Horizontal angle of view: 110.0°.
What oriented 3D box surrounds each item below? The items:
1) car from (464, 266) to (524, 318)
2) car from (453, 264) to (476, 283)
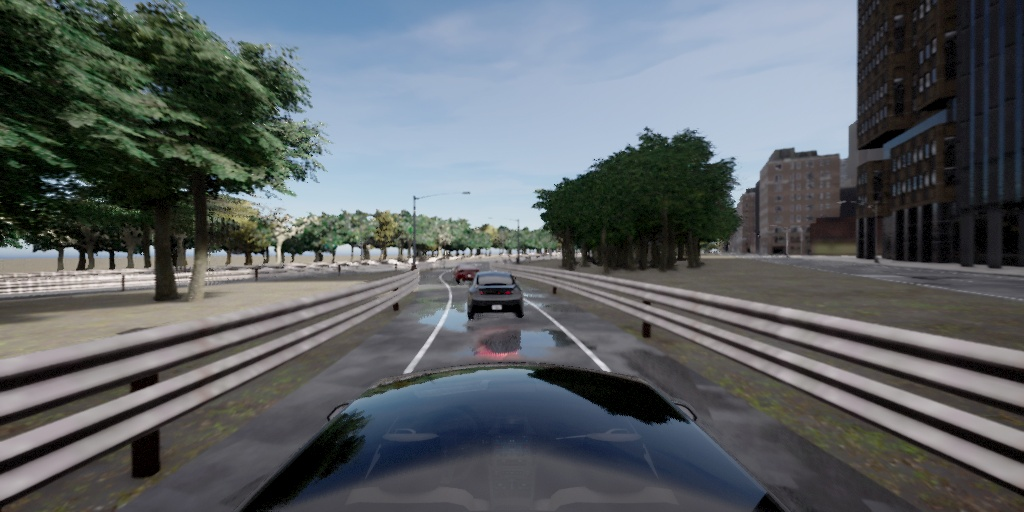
[{"bbox_3d":[-0.706,1.322,13.345,1.837,1.490,4.892,0,0,-6],"label":"car"},{"bbox_3d":[-3.827,1.375,29.936,1.882,1.535,5.008,0,0,-13],"label":"car"}]
